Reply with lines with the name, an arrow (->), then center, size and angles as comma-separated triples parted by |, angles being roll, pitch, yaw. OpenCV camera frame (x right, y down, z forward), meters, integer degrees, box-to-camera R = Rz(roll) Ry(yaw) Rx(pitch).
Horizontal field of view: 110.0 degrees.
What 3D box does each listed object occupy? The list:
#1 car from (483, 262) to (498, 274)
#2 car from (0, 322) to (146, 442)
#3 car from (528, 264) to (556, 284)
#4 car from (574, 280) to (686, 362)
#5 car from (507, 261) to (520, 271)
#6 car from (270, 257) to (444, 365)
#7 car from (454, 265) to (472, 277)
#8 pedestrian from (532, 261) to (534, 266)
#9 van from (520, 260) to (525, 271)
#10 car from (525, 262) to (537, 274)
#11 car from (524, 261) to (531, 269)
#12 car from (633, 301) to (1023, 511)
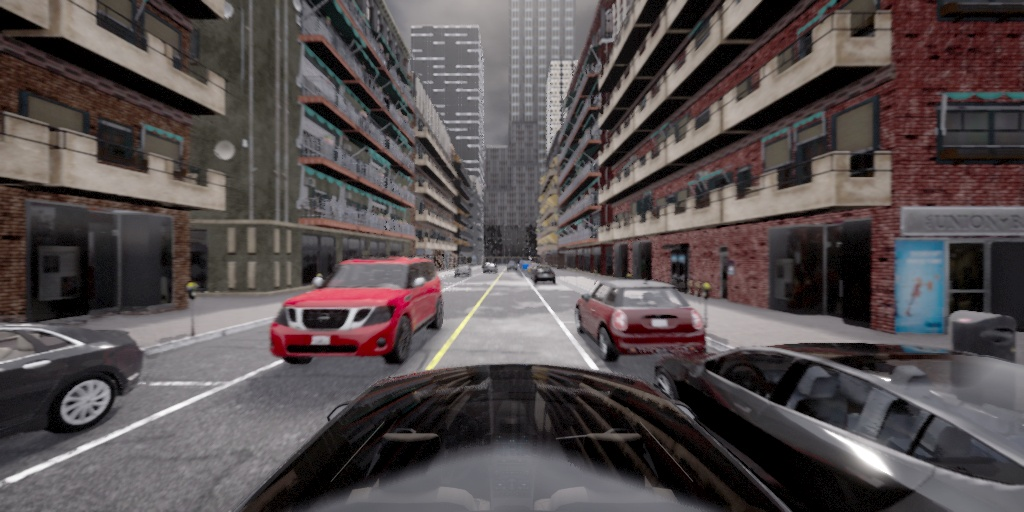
car -> -3.042, 1.800, 51.043 | 1.994, 1.385, 4.181 | 0, -1, 0
car -> -5.690, 1.312, 2.875 | 2.007, 1.370, 4.403 | 0, 0, 0
car -> 2.704, 1.602, 30.851 | 1.948, 1.339, 4.313 | 0, 0, 0
car -> 2.693, 1.255, 8.444 | 1.967, 1.591, 4.097 | 0, 0, 0
car -> 0.031, 1.941, 61.537 | 1.895, 1.301, 4.718 | 0, -1, 0
car -> -3.097, 1.039, 8.573 | 2.150, 2.045, 5.566 | 0, -1, 0
car -> -5.671, 1.698, 42.087 | 2.007, 1.370, 4.403 | 0, 0, 0
pedestrian -> 3.026, 1.535, 51.646 | 0.375, 1.860, 0.375 | -1, 0, -3
van -> 2.721, 1.710, 64.462 | 1.690, 1.789, 3.998 | 0, 0, 0
car -> 2.707, 1.642, 36.454 | 2.007, 1.370, 4.403 | 0, 0, 0
car -> 3.024, 1.668, 48.663 | 1.801, 1.575, 5.366 | 0, -1, 0
car -> 2.691, 1.327, 2.842 | 1.948, 1.339, 4.313 | 0, 0, 0
